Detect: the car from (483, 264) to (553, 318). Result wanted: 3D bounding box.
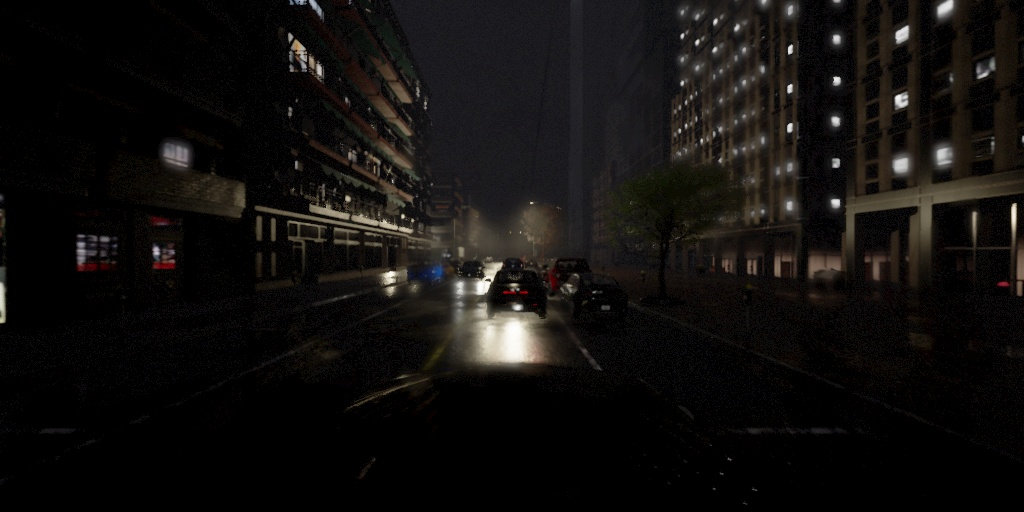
[{"bbox_3d":[0.114,1.193,12.584,1.837,1.490,4.892,0,0,-1],"label":"car"}]

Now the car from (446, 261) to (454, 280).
[{"bbox_3d":[-5.690,1.123,28.884,1.751,1.417,4.829,0,0,0],"label":"car"}]

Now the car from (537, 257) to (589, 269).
[{"bbox_3d":[2.692,0.972,18.009,2.192,1.841,5.009,0,0,0],"label":"car"}]

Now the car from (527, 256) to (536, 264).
[{"bbox_3d":[2.691,1.056,51.145,1.948,1.339,4.313,0,0,0],"label":"car"}]

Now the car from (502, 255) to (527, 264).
[{"bbox_3d":[0.100,0.919,35.133,2.097,1.767,4.553,0,0,0],"label":"car"}]

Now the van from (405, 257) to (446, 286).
[{"bbox_3d":[-5.690,0.968,23.531,1.690,1.789,3.998,0,0,0],"label":"van"}]

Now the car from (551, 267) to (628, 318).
[{"bbox_3d":[2.692,1.239,12.485,2.007,1.370,4.403,0,0,0],"label":"car"}]

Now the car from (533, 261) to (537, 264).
[{"bbox_3d":[2.692,1.193,23.531,1.948,1.339,4.313,0,0,0],"label":"car"}]

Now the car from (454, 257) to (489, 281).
[{"bbox_3d":[-3.092,1.106,28.374,1.837,1.490,4.892,0,0,0],"label":"car"}]
